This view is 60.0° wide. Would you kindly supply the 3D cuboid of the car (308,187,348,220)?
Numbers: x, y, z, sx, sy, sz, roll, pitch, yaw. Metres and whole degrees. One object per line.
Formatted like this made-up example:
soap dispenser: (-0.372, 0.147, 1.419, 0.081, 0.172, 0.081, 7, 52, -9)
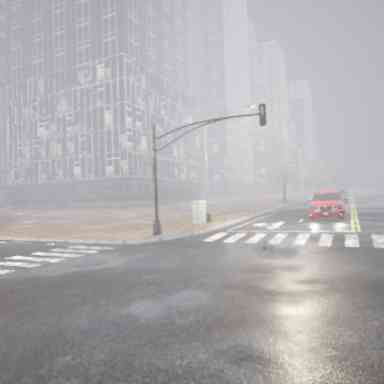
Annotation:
car: (9.640, 0.896, 23.591, 2.150, 2.045, 5.566, -3, 1, 25)
